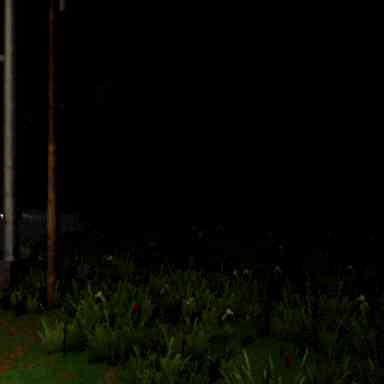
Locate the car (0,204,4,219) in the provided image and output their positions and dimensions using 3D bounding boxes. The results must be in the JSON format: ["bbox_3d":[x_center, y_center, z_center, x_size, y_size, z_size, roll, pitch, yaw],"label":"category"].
[{"bbox_3d":[-12.564,1.580,18.794,1.895,1.301,4.718,0,0,-13],"label":"car"}]

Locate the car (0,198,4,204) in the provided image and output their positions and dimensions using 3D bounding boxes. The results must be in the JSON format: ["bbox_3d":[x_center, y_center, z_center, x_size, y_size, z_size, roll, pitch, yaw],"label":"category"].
[{"bbox_3d":[-20.377,1.547,33.670,1.994,1.385,4.181,0,0,-44],"label":"car"}]

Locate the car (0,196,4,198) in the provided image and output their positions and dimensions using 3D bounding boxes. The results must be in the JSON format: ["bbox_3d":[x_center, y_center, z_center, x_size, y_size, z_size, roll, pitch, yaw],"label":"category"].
[{"bbox_3d":[-26.082,1.338,43.691,4.553,1.767,2.097,0,0,39],"label":"car"}]
